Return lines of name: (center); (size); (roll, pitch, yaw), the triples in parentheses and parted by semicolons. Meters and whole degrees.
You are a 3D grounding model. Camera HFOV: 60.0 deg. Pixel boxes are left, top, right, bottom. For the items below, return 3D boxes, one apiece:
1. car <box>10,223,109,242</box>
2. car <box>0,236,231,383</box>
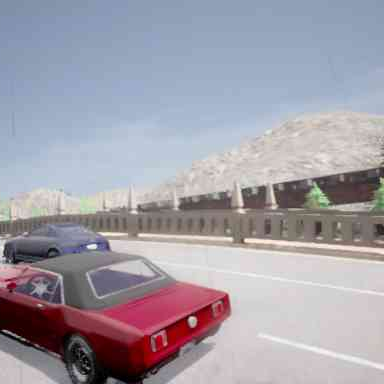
car: (-4.812, 1.792, 11.724); (4.181, 1.385, 1.994); (-3, -2, 35)
car: (-1.864, 1.649, 5.322); (4.718, 1.301, 1.895); (-1, -1, 35)
